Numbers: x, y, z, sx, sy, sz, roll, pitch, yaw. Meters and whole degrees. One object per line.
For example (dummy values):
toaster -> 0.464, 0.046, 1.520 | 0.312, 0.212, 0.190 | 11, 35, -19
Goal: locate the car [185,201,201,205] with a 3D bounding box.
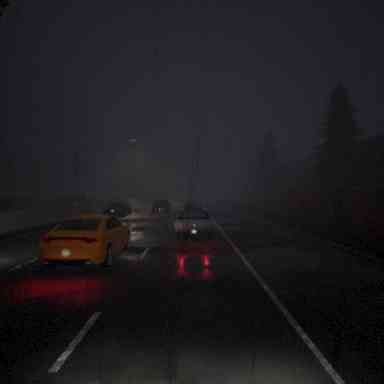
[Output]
car -> 0.093, 1.655, 38.871 | 1.895, 1.301, 4.718 | 0, 0, 0

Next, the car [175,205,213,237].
car -> 0.098, 1.626, 18.227 | 1.895, 1.301, 4.718 | 0, 0, 0

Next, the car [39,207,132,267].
car -> -3.403, 1.493, 11.439 | 1.882, 1.535, 5.008 | 0, 0, 0

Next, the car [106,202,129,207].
car -> -6.904, 1.605, 30.918 | 1.994, 1.385, 4.181 | 0, 0, 0

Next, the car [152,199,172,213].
car -> -3.407, 1.557, 37.735 | 1.837, 1.490, 4.892 | 0, 0, 0

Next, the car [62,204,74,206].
car -> -14.001, 1.274, 39.746 | 2.150, 2.045, 5.566 | 0, 0, -5
